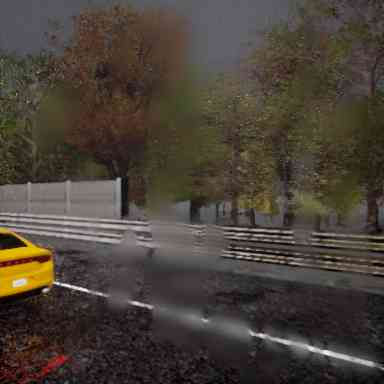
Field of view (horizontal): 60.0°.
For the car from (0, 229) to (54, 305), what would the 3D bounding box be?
[{"bbox_3d":[-5.202,1.551,7.587,5.008,1.535,1.882,-1,0,35],"label":"car"}]
